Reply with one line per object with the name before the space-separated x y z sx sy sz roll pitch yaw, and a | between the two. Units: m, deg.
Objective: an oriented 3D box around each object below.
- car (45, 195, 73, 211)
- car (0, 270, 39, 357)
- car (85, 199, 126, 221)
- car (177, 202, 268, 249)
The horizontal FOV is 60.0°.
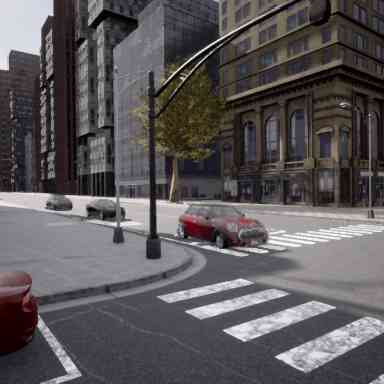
car | -15.032 1.109 37.571 2.097 1.767 4.553 -1 1 -36
car | -4.175 1.545 3.660 4.507 1.381 1.887 0 -1 -36
car | -6.940 1.346 26.391 1.882 1.535 5.008 -1 1 -36
car | 1.215 1.341 14.730 2.097 1.767 4.553 -1 1 -32
